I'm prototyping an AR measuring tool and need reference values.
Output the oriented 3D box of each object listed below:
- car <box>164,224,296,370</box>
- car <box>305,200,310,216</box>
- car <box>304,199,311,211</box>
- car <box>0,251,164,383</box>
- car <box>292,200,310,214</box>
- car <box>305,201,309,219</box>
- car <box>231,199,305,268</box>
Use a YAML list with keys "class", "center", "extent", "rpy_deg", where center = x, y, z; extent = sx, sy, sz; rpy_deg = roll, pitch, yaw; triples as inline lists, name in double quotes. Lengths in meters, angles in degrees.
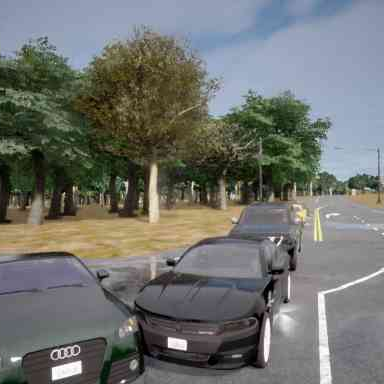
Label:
- class: "car"
  center: [0.730, 1.613, 6.276]
  extent: [1.882, 1.535, 5.008]
  rpy_deg: [-1, -2, 21]
- class: "car"
  center: [9.262, 1.722, 29.588]
  extent: [1.812, 1.442, 4.674]
  rpy_deg: [-1, 0, 20]
- class: "car"
  center: [11.285, 1.560, 34.965]
  extent: [2.097, 1.767, 4.553]
  rpy_deg: [-1, 0, 21]
- class: "car"
  center: [-2.315, 1.643, 4.976]
  extent: [1.994, 1.385, 4.181]
  rpy_deg: [1, -2, -33]
- class: "car"
  center: [13.275, 1.744, 40.177]
  extent: [1.812, 1.442, 4.674]
  rpy_deg: [-1, 0, 21]
- class: "car"
  center: [7.209, 1.662, 24.081]
  extent: [1.882, 1.535, 5.008]
  rpy_deg: [-1, 0, 20]
- class: "car"
  center: [2.845, 1.458, 12.419]
  extent: [2.150, 2.045, 5.566]
  rpy_deg: [-2, 0, 21]
